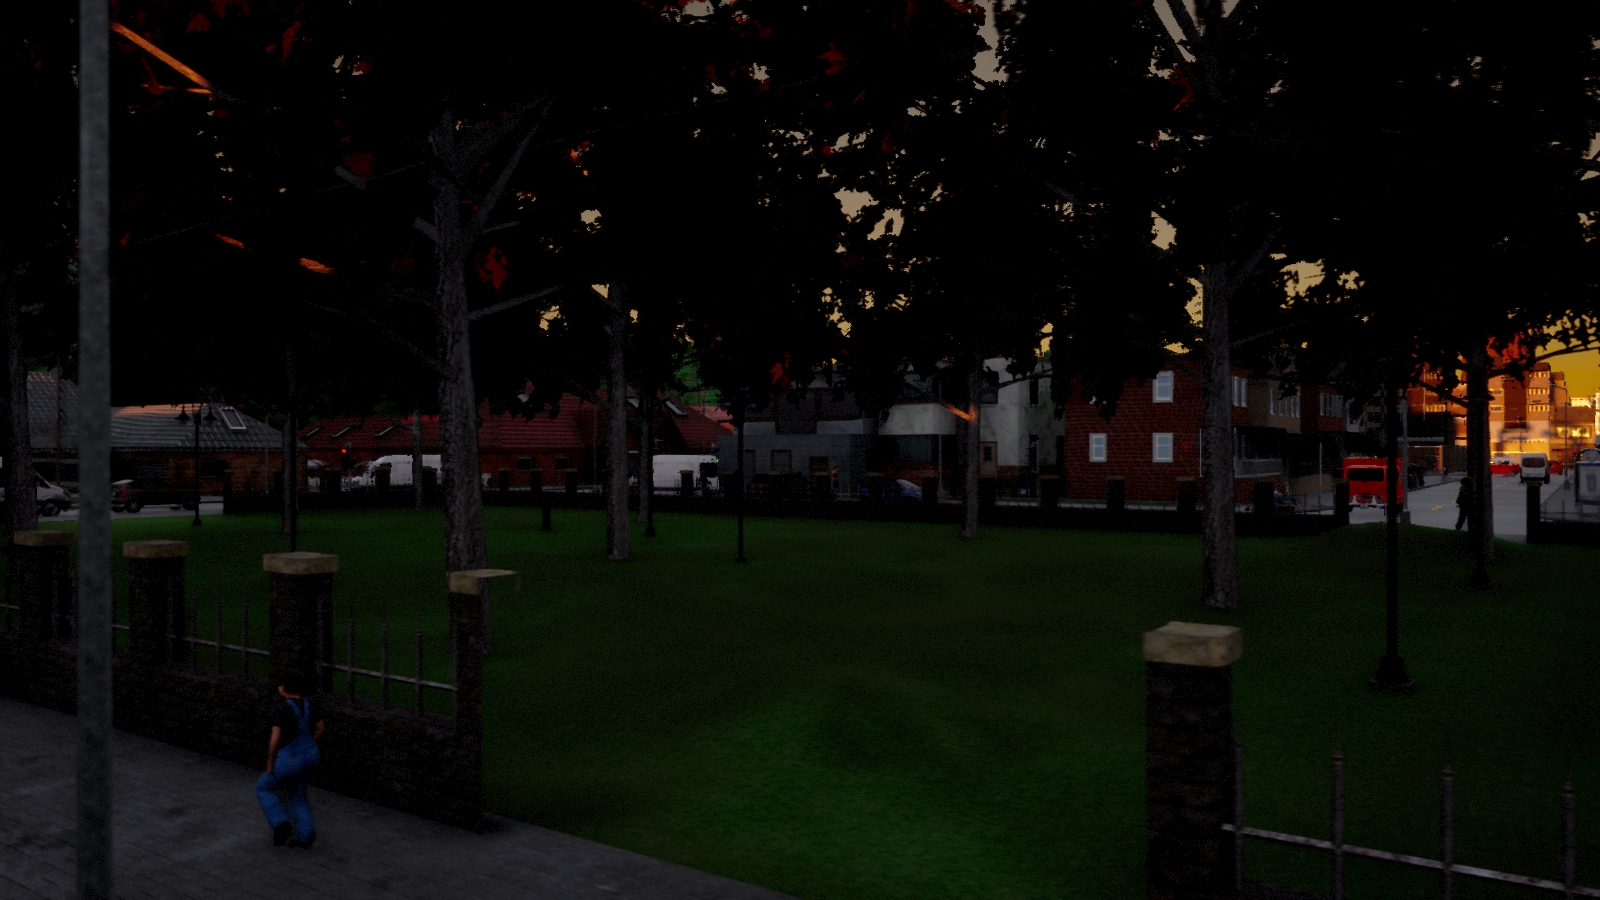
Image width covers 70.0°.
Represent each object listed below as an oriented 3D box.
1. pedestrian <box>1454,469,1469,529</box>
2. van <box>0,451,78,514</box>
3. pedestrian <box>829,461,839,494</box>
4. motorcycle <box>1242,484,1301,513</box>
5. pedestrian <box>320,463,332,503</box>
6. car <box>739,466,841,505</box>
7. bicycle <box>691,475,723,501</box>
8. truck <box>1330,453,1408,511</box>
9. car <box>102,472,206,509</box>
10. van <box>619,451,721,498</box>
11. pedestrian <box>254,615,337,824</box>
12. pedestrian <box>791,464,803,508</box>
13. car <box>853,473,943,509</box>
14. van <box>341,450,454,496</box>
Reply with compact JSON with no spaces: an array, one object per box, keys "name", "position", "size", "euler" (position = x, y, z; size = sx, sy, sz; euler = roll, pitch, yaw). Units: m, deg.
[{"name":"pedestrian","position":[20.772,1.525,35.854],"size":[0.375,1.860,0.375],"euler":[0,0,35]},{"name":"van","position":[-33.132,1.315,46.612],"size":[1.988,2.561,5.915],"euler":[0,0,36]},{"name":"pedestrian","position":[1.904,1.525,63.674],"size":[0.375,1.860,0.375],"euler":[0,0,35]},{"name":"motorcycle","position":[19.289,1.992,46.807],"size":[2.033,1.145,0.803],"euler":[-1,-6,0]},{"name":"pedestrian","position":[-22.144,1.525,53.340],"size":[0.375,1.860,0.375],"euler":[0,0,35]},{"name":"car","position":[-0.507,1.686,55.067],"size":[4.553,1.767,2.097],"euler":[0,0,35]},{"name":"bicycle","position":[-4.722,1.940,58.092],"size":[1.835,1.271,0.329],"euler":[0,0,35]},{"name":"truck","position":[25.374,1.349,50.843],"size":[2.627,2.467,5.204],"euler":[0,0,32]},{"name":"car","position":[-29.332,1.806,51.932],"size":[1.789,1.549,3.705],"euler":[0,0,35]},{"name":"van","position":[-7.400,1.315,64.781],"size":[5.915,2.561,1.988],"euler":[0,0,35]},{"name":"pedestrian","position":[-3.426,1.805,7.758],"size":[0.375,1.300,0.375],"euler":[0,0,34]},{"name":"pedestrian","position":[-0.119,1.526,48.374],"size":[0.375,1.860,0.375],"euler":[0,0,33]},{"name":"car","position":[4.438,1.818,51.815],"size":[3.633,1.501,1.845],"euler":[0,0,36]},{"name":"van","position":[-23.449,1.315,66.704],"size":[5.915,2.561,1.988],"euler":[0,-1,-35]}]
